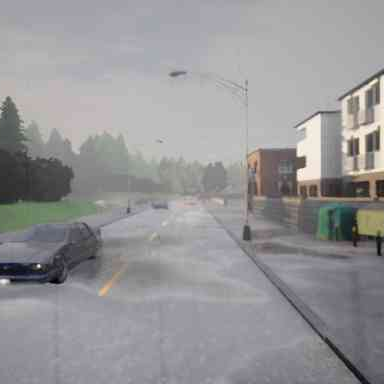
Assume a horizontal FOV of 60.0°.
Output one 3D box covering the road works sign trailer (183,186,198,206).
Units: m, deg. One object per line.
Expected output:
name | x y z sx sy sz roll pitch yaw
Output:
road works sign trailer | -0.047 0.690 59.743 2.380 3.560 2.880 0 0 0

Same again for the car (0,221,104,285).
car | -4.105 1.586 9.923 2.033 1.411 5.357 0 0 0

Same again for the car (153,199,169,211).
car | -4.095 1.647 44.618 1.882 1.535 5.008 0 0 0
